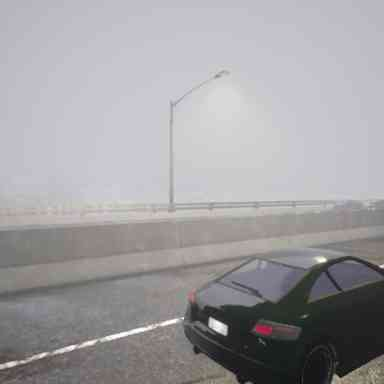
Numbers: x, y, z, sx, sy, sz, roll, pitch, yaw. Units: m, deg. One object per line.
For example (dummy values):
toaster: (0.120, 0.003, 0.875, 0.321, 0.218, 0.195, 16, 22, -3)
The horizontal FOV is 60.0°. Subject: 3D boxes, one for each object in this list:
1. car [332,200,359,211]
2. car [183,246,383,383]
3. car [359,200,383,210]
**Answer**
car: (17.737, 1.604, 37.527, 4.181, 1.385, 1.994, 0, 0, -34)
car: (1.943, 1.566, 5.111, 4.181, 1.385, 1.994, 0, 0, -35)
car: (19.835, 1.581, 34.719, 4.674, 1.442, 1.812, 0, 0, -34)
